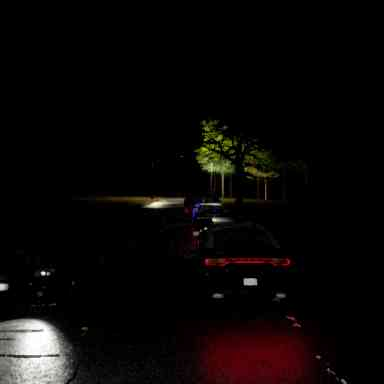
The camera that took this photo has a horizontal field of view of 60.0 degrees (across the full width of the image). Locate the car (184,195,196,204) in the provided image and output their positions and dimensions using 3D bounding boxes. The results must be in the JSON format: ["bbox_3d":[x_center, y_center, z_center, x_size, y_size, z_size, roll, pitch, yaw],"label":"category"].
[{"bbox_3d":[-0.316,1.301,59.609,2.033,1.411,5.357,0,0,-1],"label":"car"}]

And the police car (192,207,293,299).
[{"bbox_3d":[1.056,1.416,8.600,1.930,1.638,5.238,0,0,0],"label":"police car"}]

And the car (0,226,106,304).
[{"bbox_3d":[-3.501,1.556,8.089,1.994,1.385,4.181,0,0,0],"label":"car"}]

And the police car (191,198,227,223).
[{"bbox_3d":[1.044,1.391,18.606,1.930,1.638,5.238,0,0,0],"label":"police car"}]

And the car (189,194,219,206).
[{"bbox_3d":[1.025,1.168,24.528,2.150,2.045,5.566,0,0,0],"label":"car"}]

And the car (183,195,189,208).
[{"bbox_3d":[-0.135,1.327,45.200,2.128,1.511,4.902,0,0,0],"label":"car"}]
